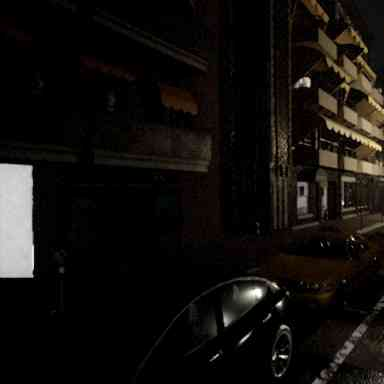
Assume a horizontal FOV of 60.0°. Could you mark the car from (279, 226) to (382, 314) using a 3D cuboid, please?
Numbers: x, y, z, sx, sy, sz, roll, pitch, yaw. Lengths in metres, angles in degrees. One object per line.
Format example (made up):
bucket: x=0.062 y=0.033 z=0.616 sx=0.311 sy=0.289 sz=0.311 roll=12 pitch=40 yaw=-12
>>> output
car: x=3.099 y=1.508 z=7.685 sx=1.752 sy=1.417 sz=4.829 roll=0 pitch=0 yaw=40

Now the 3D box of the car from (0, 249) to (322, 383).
car: x=-0.408 y=1.570 z=3.476 sx=1.947 sy=1.339 sz=4.313 roll=0 pitch=0 yaw=40
